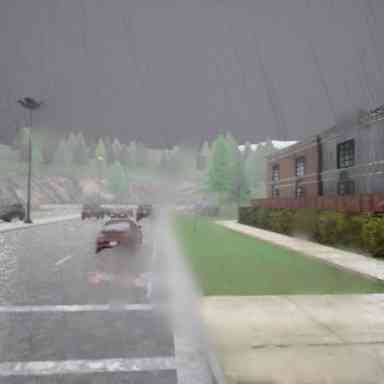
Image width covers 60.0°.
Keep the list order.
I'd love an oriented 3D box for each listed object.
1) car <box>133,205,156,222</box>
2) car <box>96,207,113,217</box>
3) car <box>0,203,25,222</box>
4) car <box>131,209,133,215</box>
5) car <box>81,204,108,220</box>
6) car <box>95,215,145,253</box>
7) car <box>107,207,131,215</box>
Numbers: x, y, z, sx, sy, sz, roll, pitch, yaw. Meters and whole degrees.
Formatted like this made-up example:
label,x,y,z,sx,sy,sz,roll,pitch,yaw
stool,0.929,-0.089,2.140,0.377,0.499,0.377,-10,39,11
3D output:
label,x,y,z,sx,sy,sz,roll,pitch,yaw
car,-5.823,2.622,42.086,2.150,2.045,5.566,1,-2,-5
car,-13.993,3.188,53.315,1.837,1.490,4.892,1,-2,-5
car,-20.604,2.250,37.073,2.150,2.045,5.566,1,-2,-5
car,-10.508,3.218,53.636,1.882,1.535,5.008,1,-2,-5
car,-13.133,2.596,44.132,2.150,2.045,5.566,1,-2,-5
car,-3.478,2.055,16.207,1.812,1.442,4.674,1,-2,-5
car,-9.627,3.029,44.333,1.895,1.301,4.718,1,-2,-5
